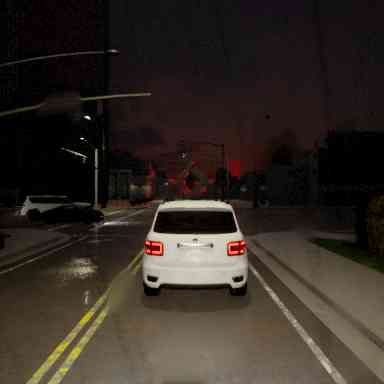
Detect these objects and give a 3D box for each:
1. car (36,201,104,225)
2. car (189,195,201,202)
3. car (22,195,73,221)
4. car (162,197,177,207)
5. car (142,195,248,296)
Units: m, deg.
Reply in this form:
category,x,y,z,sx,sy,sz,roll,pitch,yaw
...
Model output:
category,x,y,z,sx,sy,sz,roll,pitch,yaw
car,-8.576,1.606,24.073,4.181,1.385,1.994,0,0,0
car,0.834,1.464,78.649,1.882,1.535,5.008,0,0,12
car,-11.081,1.281,27.555,5.566,2.045,2.150,-1,0,0
car,-3.533,1.563,52.921,1.994,1.385,4.181,0,0,0
car,0.079,1.221,8.778,2.150,2.045,5.566,0,0,0
